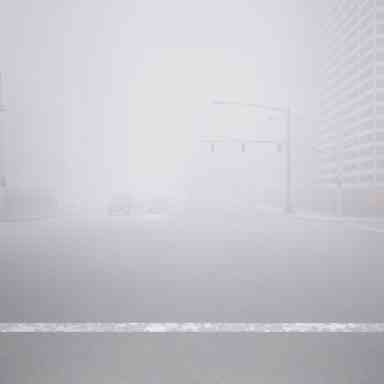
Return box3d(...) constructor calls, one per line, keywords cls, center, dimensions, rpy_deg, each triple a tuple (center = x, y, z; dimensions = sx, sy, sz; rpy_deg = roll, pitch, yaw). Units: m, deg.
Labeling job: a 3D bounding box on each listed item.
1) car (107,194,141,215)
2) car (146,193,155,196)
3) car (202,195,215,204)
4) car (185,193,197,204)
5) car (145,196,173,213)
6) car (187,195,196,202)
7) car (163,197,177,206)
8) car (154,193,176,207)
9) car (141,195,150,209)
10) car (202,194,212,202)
box3d(cls="car", center=(-7.157, 1.221, 34.590), dimensions=(2.150, 2.045, 5.566), rpy_deg=(0, 0, 2))
box3d(cls="car", center=(-7.205, 1.222, 58.342), dimensions=(2.150, 2.045, 5.566), rpy_deg=(0, 0, 0))
box3d(cls="car", center=(3.457, 1.526, 64.730), dimensions=(1.812, 1.442, 4.674), rpy_deg=(0, 0, 0))
box3d(cls="car", center=(-0.137, 1.221, 63.810), dimensions=(2.150, 2.045, 5.566), rpy_deg=(0, 0, 0))
box3d(cls="car", center=(-3.681, 1.492, 37.513), dimensions=(2.128, 1.511, 4.902), rpy_deg=(0, 0, 0))
box3d(cls="car", center=(-0.160, 1.382, 74.481), dimensions=(1.994, 1.385, 4.181), rpy_deg=(0, 0, 0))
box3d(cls="car", center=(-3.709, 1.564, 56.542), dimensions=(1.994, 1.385, 4.181), rpy_deg=(0, 0, 0))
box3d(cls="car", center=(-3.696, 1.352, 46.730), dimensions=(2.097, 1.767, 4.553), rpy_deg=(0, 0, 0))
box3d(cls="car", center=(-7.197, 1.547, 44.842), dimensions=(2.033, 1.411, 5.357), rpy_deg=(0, 0, 0))
box3d(cls="car", center=(3.343, 1.355, 74.633), dimensions=(2.097, 1.767, 4.553), rpy_deg=(0, 0, 0))
